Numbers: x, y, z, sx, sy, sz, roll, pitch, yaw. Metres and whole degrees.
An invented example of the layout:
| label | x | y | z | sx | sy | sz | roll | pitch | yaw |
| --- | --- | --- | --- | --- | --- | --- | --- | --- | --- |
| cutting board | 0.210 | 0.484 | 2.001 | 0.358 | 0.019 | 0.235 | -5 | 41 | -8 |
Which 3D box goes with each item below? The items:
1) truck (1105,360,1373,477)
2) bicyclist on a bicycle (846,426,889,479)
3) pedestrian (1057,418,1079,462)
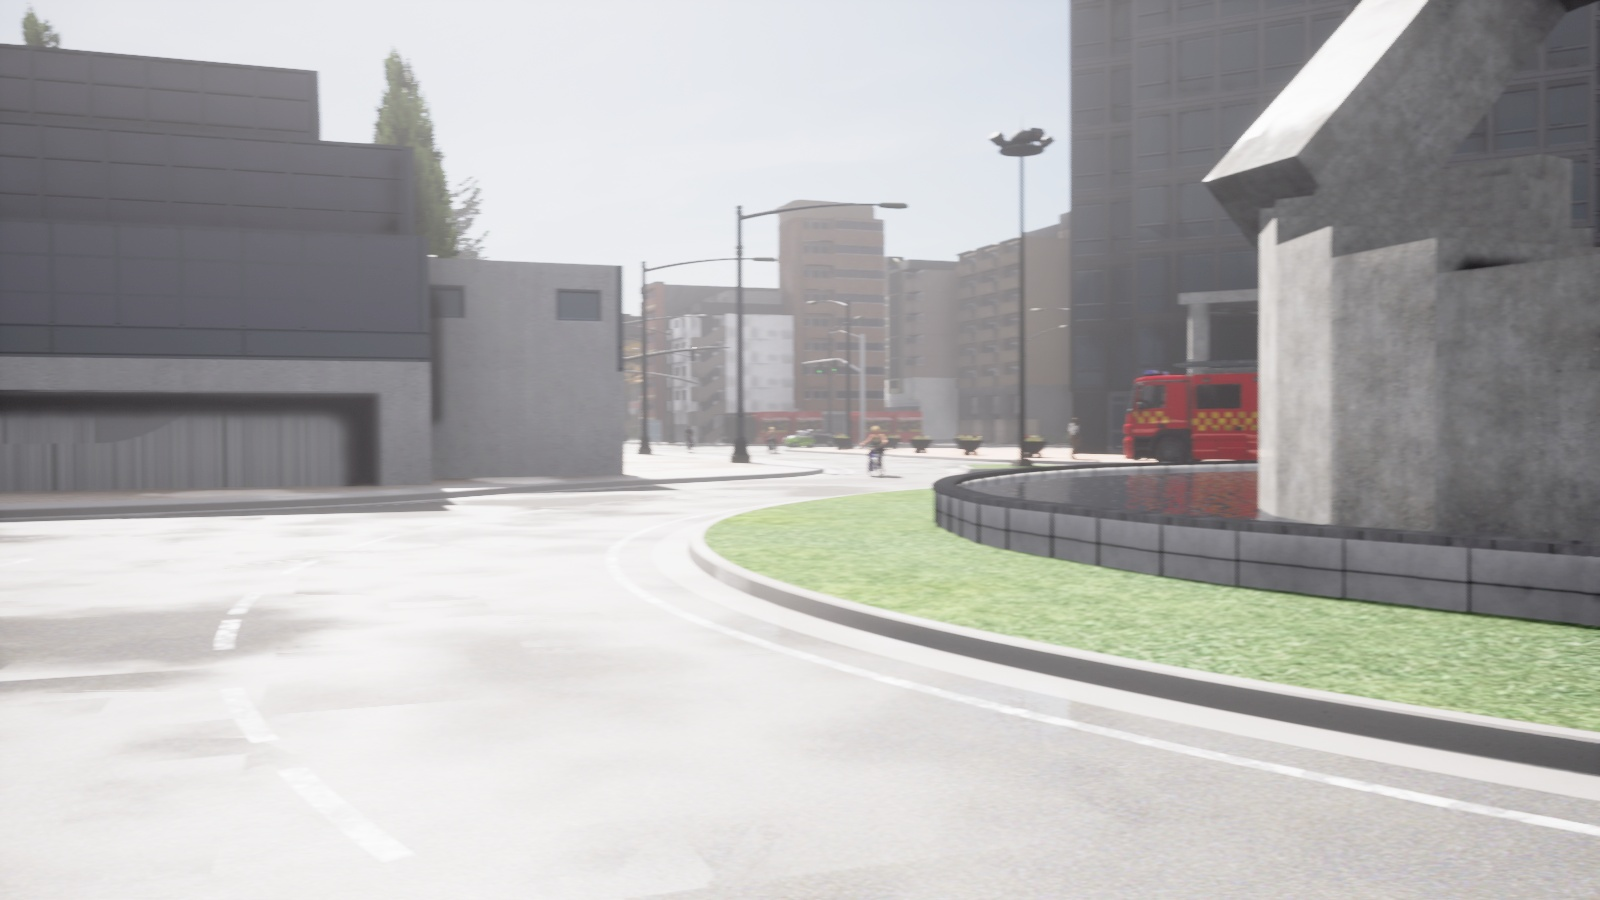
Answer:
| label | x | y | z | sx | sy | sz | roll | pitch | yaw |
| --- | --- | --- | --- | --- | --- | --- | --- | --- | --- |
| truck | 15.393 | -1.088 | 44.313 | 8.468 | 3.827 | 2.891 | 1 | 1 | 31 |
| bicyclist on a bicycle | 2.121 | 0.062 | 39.319 | 0.866 | 1.612 | 1.509 | -1 | 1 | 22 |
| pedestrian | 11.293 | -0.434 | 52.917 | 0.540 | 1.848 | 0.694 | -1 | 1 | -34 |
